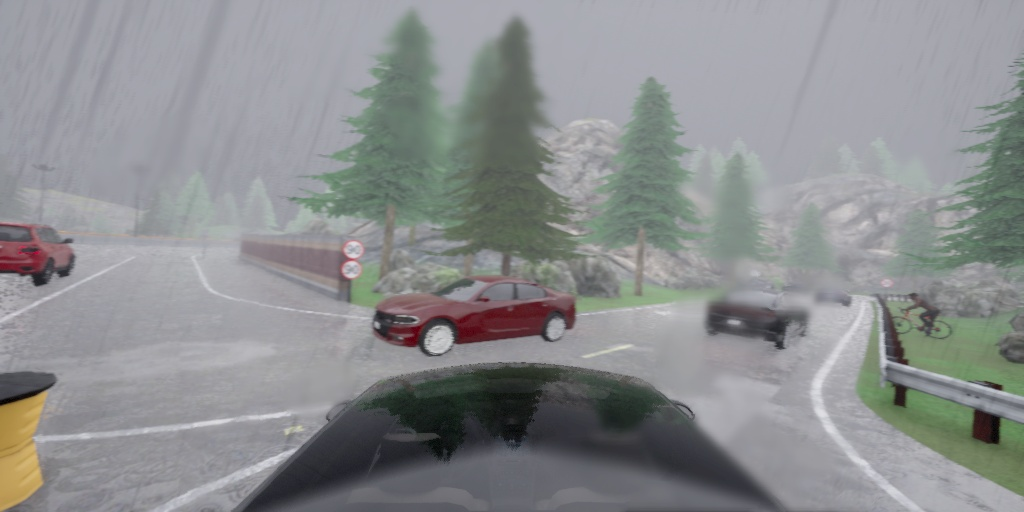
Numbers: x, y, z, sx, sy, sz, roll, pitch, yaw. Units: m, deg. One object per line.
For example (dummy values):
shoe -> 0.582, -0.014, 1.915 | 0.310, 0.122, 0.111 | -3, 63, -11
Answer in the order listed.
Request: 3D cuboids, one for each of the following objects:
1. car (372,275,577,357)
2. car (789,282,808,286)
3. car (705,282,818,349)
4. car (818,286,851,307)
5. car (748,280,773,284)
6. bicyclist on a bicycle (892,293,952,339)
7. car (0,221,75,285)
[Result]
car -> -0.621, 1.200, 8.466 | 5.008, 1.535, 1.882 | 4, 0, -37
car -> 31.208, 3.563, 39.317 | 4.718, 1.301, 1.895 | 4, 0, -43
car -> 7.783, 1.761, 11.191 | 5.008, 1.535, 1.882 | 4, 0, -42
car -> 24.754, 3.014, 27.660 | 1.994, 1.385, 4.181 | 4, 0, 45
car -> 17.724, 2.470, 25.808 | 4.902, 1.511, 2.128 | 4, 0, -45
bicyclist on a bicycle -> 15.440, 2.251, 13.620 | 0.582, 1.620, 1.656 | 4, 0, -44
car -> -17.386, -0.157, 12.512 | 2.150, 2.045, 5.566 | 4, 0, -43
